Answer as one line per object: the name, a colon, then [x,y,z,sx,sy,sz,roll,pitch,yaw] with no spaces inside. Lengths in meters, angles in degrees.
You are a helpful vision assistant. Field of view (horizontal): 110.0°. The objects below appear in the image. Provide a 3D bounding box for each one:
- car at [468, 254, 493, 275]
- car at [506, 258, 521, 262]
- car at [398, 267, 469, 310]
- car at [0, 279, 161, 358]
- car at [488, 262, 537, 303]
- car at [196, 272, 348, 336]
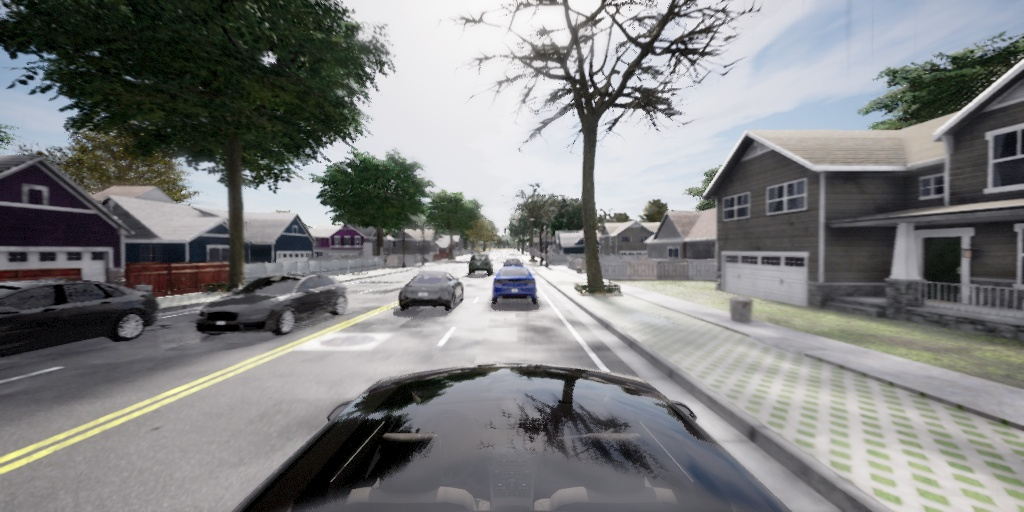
car: [-3.135,0.841,36.332,2.150,2.045,5.566,0,1,0]
car: [0.115,0.979,35.803,2.097,1.767,4.553,0,1,0]
car: [-3.145,1.318,14.685,1.994,1.385,4.181,0,0,0]
car: [-9.848,1.263,7.025,1.837,1.490,4.892,0,0,0]
car: [0.106,1.227,16.759,1.882,1.535,5.008,0,0,0]
car: [-6.596,1.264,10.552,1.837,1.490,4.892,0,0,0]
